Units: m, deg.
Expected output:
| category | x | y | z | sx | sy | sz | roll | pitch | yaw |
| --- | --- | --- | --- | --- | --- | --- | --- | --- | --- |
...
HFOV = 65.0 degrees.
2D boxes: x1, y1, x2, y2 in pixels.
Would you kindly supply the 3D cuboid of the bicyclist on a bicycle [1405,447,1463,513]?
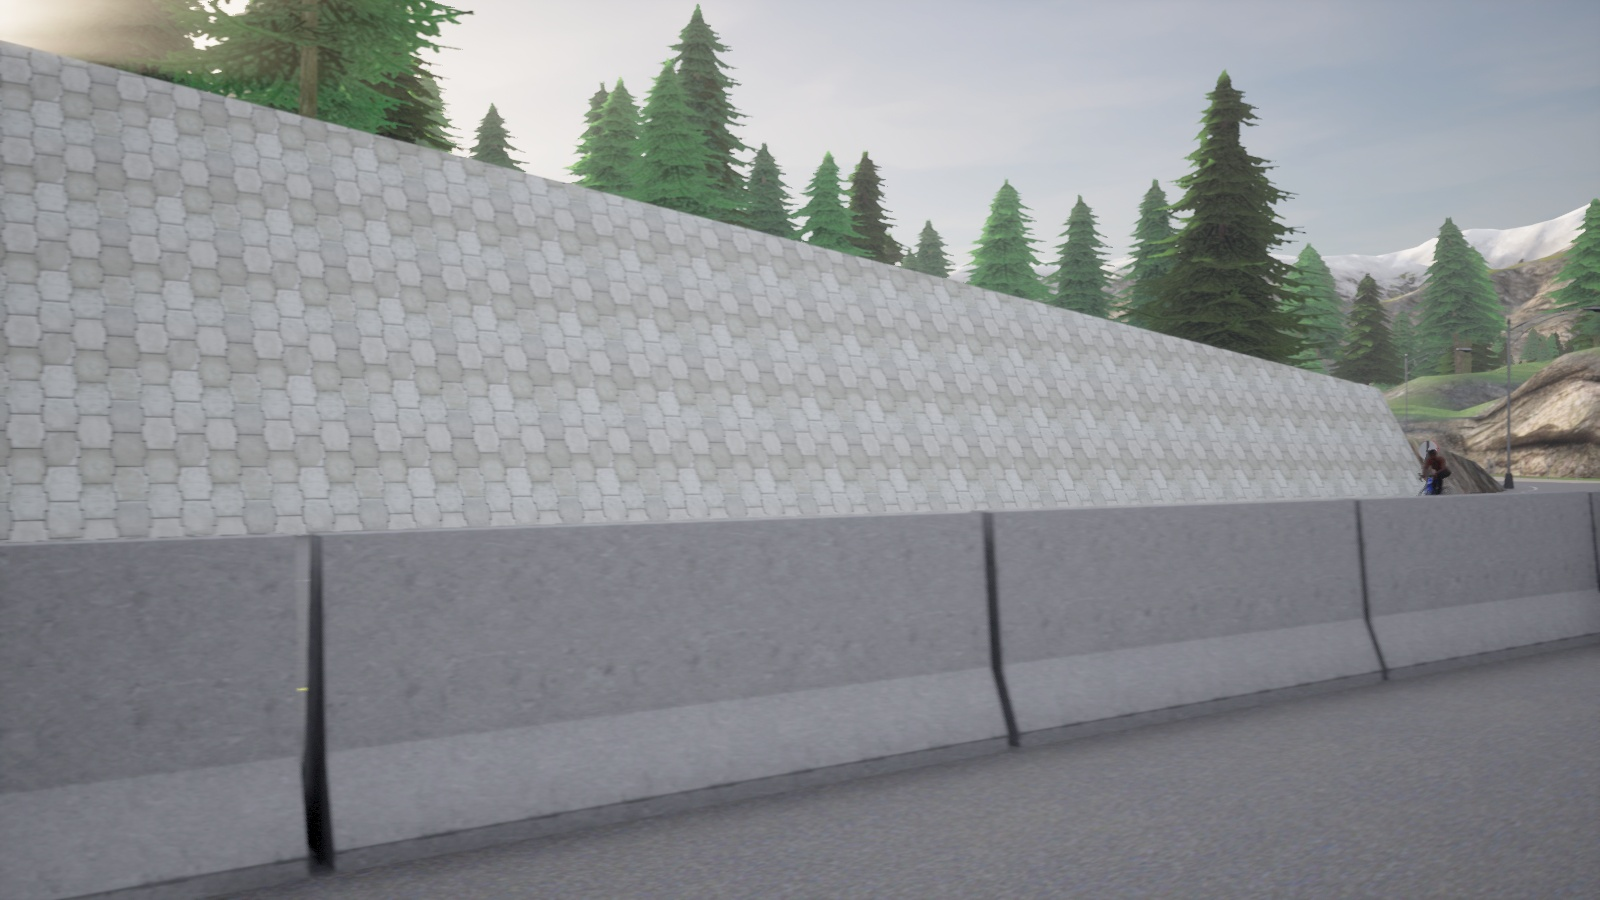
| category | x | y | z | sx | sy | sz | roll | pitch | yaw |
| --- | --- | --- | --- | --- | --- | --- | --- | --- | --- |
| bicyclist on a bicycle | 16.130 | 0.742 | 31.943 | 1.656 | 1.620 | 0.582 | -1 | 0 | -35 |
